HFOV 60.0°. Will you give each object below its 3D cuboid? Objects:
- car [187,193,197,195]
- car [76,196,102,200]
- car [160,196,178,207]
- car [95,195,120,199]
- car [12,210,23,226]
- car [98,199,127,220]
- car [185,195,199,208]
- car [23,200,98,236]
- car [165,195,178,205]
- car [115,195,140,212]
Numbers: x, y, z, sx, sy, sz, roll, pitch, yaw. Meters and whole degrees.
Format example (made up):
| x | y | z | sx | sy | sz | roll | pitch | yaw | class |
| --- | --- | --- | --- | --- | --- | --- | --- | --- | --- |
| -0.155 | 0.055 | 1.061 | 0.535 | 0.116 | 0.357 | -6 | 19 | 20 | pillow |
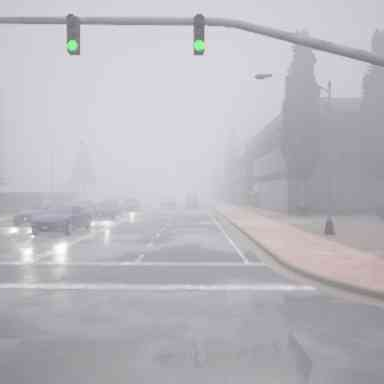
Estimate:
| x | y | z | sx | sy | sz | roll | pitch | yaw | class |
| --- | --- | --- | --- | --- | --- | --- | --- | --- | --- |
| -0.003 | 1.107 | 57.389 | 2.150 | 2.045 | 5.566 | 0 | 0 | 0 | car |
| -10.557 | 1.414 | 31.875 | 1.882 | 1.535 | 5.008 | 0 | 0 | 0 | car |
| -3.402 | 1.506 | 47.605 | 1.895 | 1.301 | 4.718 | 0 | 0 | 0 | car |
| -10.502 | 1.462 | 42.336 | 2.033 | 1.411 | 5.357 | 0 | 0 | 0 | car |
| -10.583 | 1.517 | 23.102 | 1.994 | 1.385 | 4.181 | 0 | 0 | 1 | car |
| -7.070 | 1.509 | 27.538 | 1.994 | 1.385 | 4.181 | 0 | 0 | 1 | car |
| -0.003 | 1.469 | 47.488 | 1.994 | 1.385 | 4.181 | 0 | 0 | 0 | car |
| -7.083 | 1.440 | 18.546 | 1.882 | 1.535 | 5.008 | 0 | 0 | 0 | car |
| -3.503 | 1.363 | 57.682 | 1.882 | 1.535 | 5.008 | 0 | 0 | 0 | car |
| -7.014 | 1.430 | 37.611 | 1.837 | 1.490 | 4.892 | 0 | 0 | 0 | car |
